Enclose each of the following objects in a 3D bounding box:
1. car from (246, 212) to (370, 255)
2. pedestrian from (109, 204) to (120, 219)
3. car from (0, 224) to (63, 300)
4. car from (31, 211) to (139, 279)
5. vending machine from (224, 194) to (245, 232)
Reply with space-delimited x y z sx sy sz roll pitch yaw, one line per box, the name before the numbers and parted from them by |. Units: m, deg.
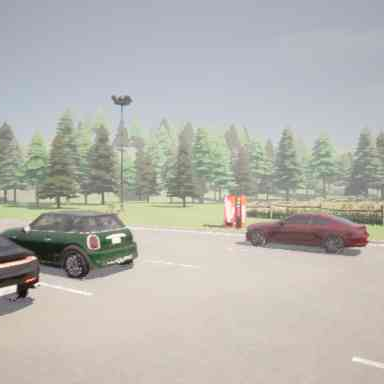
car | 4.454 1.525 13.297 4.674 1.442 1.812 0 0 33
pedestrian | -2.877 1.294 11.999 0.375 1.860 0.375 0 0 29
car | -5.294 1.491 6.963 4.902 1.511 2.128 0 0 30
car | -3.914 1.352 10.178 4.553 1.767 2.097 0 0 30
vending machine | 2.499 1.195 19.379 0.880 2.100 1.100 0 0 30
